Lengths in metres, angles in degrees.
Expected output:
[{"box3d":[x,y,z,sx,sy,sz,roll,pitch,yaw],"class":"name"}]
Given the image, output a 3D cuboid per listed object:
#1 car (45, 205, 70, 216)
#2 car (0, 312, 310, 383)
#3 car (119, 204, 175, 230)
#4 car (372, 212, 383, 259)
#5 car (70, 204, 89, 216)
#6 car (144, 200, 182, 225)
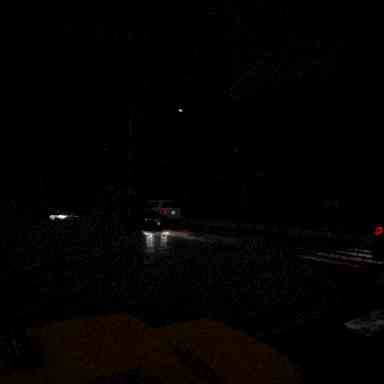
[{"box3d":[-18.302,2.428,44.451,1.994,1.385,4.181,2,-2,-35],"class":"car"},{"box3d":[-1.269,1.525,1.884,4.829,1.417,1.752,0,1,-35],"class":"car"},{"box3d":[-3.592,1.849,23.771,2.128,1.511,4.902,2,-2,-36],"class":"car"},{"box3d":[7.539,1.291,8.230,2.150,2.045,5.566,2,-2,-36],"class":"car"},{"box3d":[-15.664,2.412,45.691,1.882,1.535,5.008,2,-2,-36],"class":"car"},{"box3d":[-3.012,1.717,28.041,2.150,2.045,5.566,2,-2,-36],"class":"car"}]
